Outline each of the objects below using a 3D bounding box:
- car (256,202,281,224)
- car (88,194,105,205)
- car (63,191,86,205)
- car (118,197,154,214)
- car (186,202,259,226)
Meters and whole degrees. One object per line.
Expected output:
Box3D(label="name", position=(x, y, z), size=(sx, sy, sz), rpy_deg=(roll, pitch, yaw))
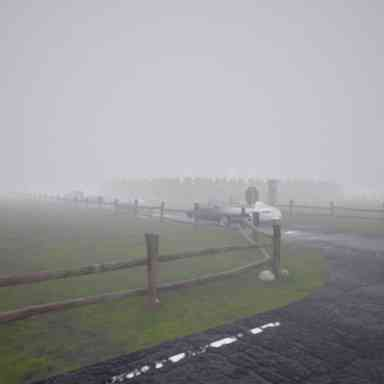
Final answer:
Box3D(label="car", position=(3.967, 1.382, 22.861), size=(1.812, 1.442, 4.674), rpy_deg=(1, 0, -36))
Box3D(label="car", position=(-14.116, 1.041, 48.132), size=(1.837, 1.490, 4.892), rpy_deg=(1, 0, -35))
Box3D(label="car", position=(-16.923, 0.996, 47.178), size=(1.837, 1.490, 4.892), rpy_deg=(1, 0, -35))
Box3D(label="car", position=(-5.310, 1.221, 30.894), size=(1.812, 1.442, 4.674), rpy_deg=(1, 0, -36))
Box3D(label="car", position=(1.676, 1.419, 21.158), size=(1.895, 1.301, 4.718), rpy_deg=(1, 0, -36))
